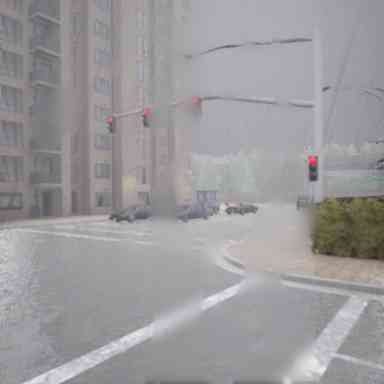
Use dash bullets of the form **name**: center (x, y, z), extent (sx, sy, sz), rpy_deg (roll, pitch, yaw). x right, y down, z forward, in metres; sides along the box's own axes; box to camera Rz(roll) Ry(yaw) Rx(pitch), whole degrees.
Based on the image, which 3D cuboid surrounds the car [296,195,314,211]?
- **car**: center (15.323, 1.376, 43.448), extent (2.150, 2.045, 5.566), rpy_deg (-1, 0, 36)

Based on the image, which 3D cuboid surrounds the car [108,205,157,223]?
- **car**: center (-4.530, 1.792, 28.390), extent (2.033, 1.411, 5.357), rpy_deg (-1, 0, 36)

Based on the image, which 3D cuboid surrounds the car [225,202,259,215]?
- **car**: center (5.459, 1.801, 36.140), extent (1.895, 1.301, 4.718), rpy_deg (-1, -1, 36)

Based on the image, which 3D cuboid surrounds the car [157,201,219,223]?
- **car**: center (-0.195, 1.749, 28.397), extent (2.033, 1.411, 5.357), rpy_deg (-1, -1, 36)
